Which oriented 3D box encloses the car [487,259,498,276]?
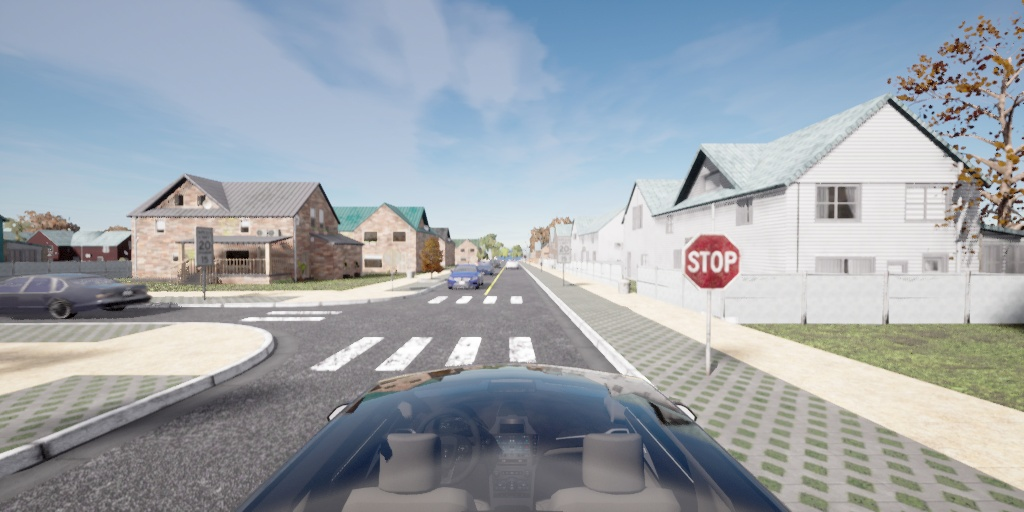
[{"bbox_3d":[-2.822,1.278,36.817,2.033,1.411,5.357,0,0,0],"label":"car"}]

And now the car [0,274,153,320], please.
[{"bbox_3d":[-15.592,1.320,12.099,5.357,1.411,2.033,0,1,-3],"label":"car"}]

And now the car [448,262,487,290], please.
[{"bbox_3d":[-2.834,1.256,22.637,1.812,1.442,4.674,0,0,0],"label":"car"}]

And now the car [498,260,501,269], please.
[{"bbox_3d":[-2.716,1.278,57.870,1.837,1.490,4.892,0,-1,0],"label":"car"}]

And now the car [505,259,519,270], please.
[{"bbox_3d":[0.036,1.284,53.906,1.812,1.442,4.674,0,0,0],"label":"car"}]
